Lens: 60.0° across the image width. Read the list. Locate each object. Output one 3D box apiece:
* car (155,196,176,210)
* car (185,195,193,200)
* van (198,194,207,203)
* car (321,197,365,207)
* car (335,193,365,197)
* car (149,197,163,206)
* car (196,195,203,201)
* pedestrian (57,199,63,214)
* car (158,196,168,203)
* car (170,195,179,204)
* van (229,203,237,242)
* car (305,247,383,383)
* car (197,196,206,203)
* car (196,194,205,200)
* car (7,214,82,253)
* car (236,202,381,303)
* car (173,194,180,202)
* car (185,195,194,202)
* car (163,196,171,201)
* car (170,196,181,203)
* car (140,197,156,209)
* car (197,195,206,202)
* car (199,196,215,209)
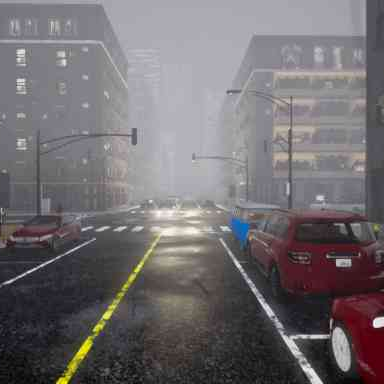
[{"bbox_3d":[-3.448,1.604,43.972,1.895,1.301,4.718,0,0,-1],"label":"car"},{"bbox_3d":[-0.714,1.457,85.558,1.895,1.301,4.718,0,0,0],"label":"car"},{"bbox_3d":[2.114,1.358,68.184,1.690,1.788,3.998,0,0,0],"label":"van"},{"bbox_3d":[13.374,1.369,30.728,4.718,1.301,1.895,-1,0,-1],"label":"car"},{"bbox_3d":[15.484,1.032,33.340,5.009,1.841,2.192,-1,1,-1],"label":"car"},{"bbox_3d":[-6.172,1.576,57.079,1.947,1.339,4.313,0,0,0],"label":"car"},{"bbox_3d":[1.927,1.559,90.446,1.752,1.417,4.829,0,0,0],"label":"car"},{"bbox_3d":[-7.495,1.292,18.813,0.375,1.860,0.375,0,0,0],"label":"pedestrian"},{"bbox_3d":[-6.312,1.565,73.649,1.887,1.381,4.507,0,0,0],"label":"car"},{"bbox_3d":[-3.537,1.571,53.061,1.994,1.385,4.181,0,0,-1],"label":"car"},{"bbox_3d":[2.572,1.340,13.697,1.690,1.788,3.998,0,0,0],"label":"van"},{"bbox_3d":[2.667,1.544,2.642,1.887,1.381,4.507,0,0,0],"label":"car"},{"bbox_3d":[2.069,1.586,73.707,1.947,1.339,4.313,0,0,0],"label":"car"},{"bbox_3d":[2.162,1.558,62.660,1.887,1.381,4.507,0,0,0],"label":"car"},{"bbox_3d":[-5.807,1.581,13.628,1.802,1.307,4.206,0,0,0],"label":"car"},{"bbox_3d":[2.618,1.314,8.170,2.192,1.841,5.009,0,0,0],"label":"car"},{"bbox_3d":[-3.581,1.365,63.111,2.097,1.767,4.553,0,0,0],"label":"car"},{"bbox_3d":[-0.631,1.538,75.523,1.812,1.442,4.674,0,0,0],"label":"car"},{"bbox_3d":[-6.405,1.611,84.695,1.802,1.307,4.206,0,0,0],"label":"car"},{"bbox_3d":[-3.614,1.560,73.648,2.033,1.411,5.357,0,0,0],"label":"car"},{"bbox_3d":[-6.080,1.570,46.032,1.947,1.339,4.313,0,0,0],"label":"car"},{"bbox_3d":[2.255,1.573,51.614,1.947,1.339,4.313,0,0,0],"label":"car"},{"bbox_3d":[2.301,1.586,46.091,1.802,1.307,4.206,0,0,0],"label":"car"}]
